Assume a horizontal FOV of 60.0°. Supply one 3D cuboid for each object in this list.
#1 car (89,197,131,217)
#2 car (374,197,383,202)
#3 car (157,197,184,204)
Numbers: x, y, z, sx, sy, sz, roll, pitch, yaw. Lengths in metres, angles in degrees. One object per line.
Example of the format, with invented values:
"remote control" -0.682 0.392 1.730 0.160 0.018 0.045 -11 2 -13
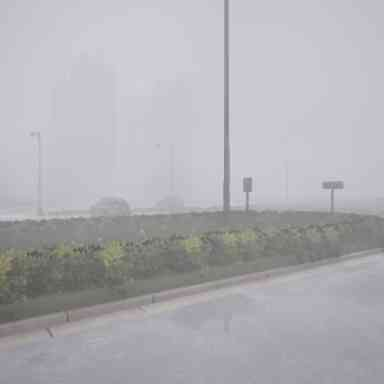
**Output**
"car" -6.643 1.306 26.728 1.932 1.855 4.605 0 0 -36
"car" 31.876 1.255 52.430 2.150 2.045 5.566 0 0 -36
"car" -3.055 1.476 45.682 2.242 1.667 4.611 0 0 -36
